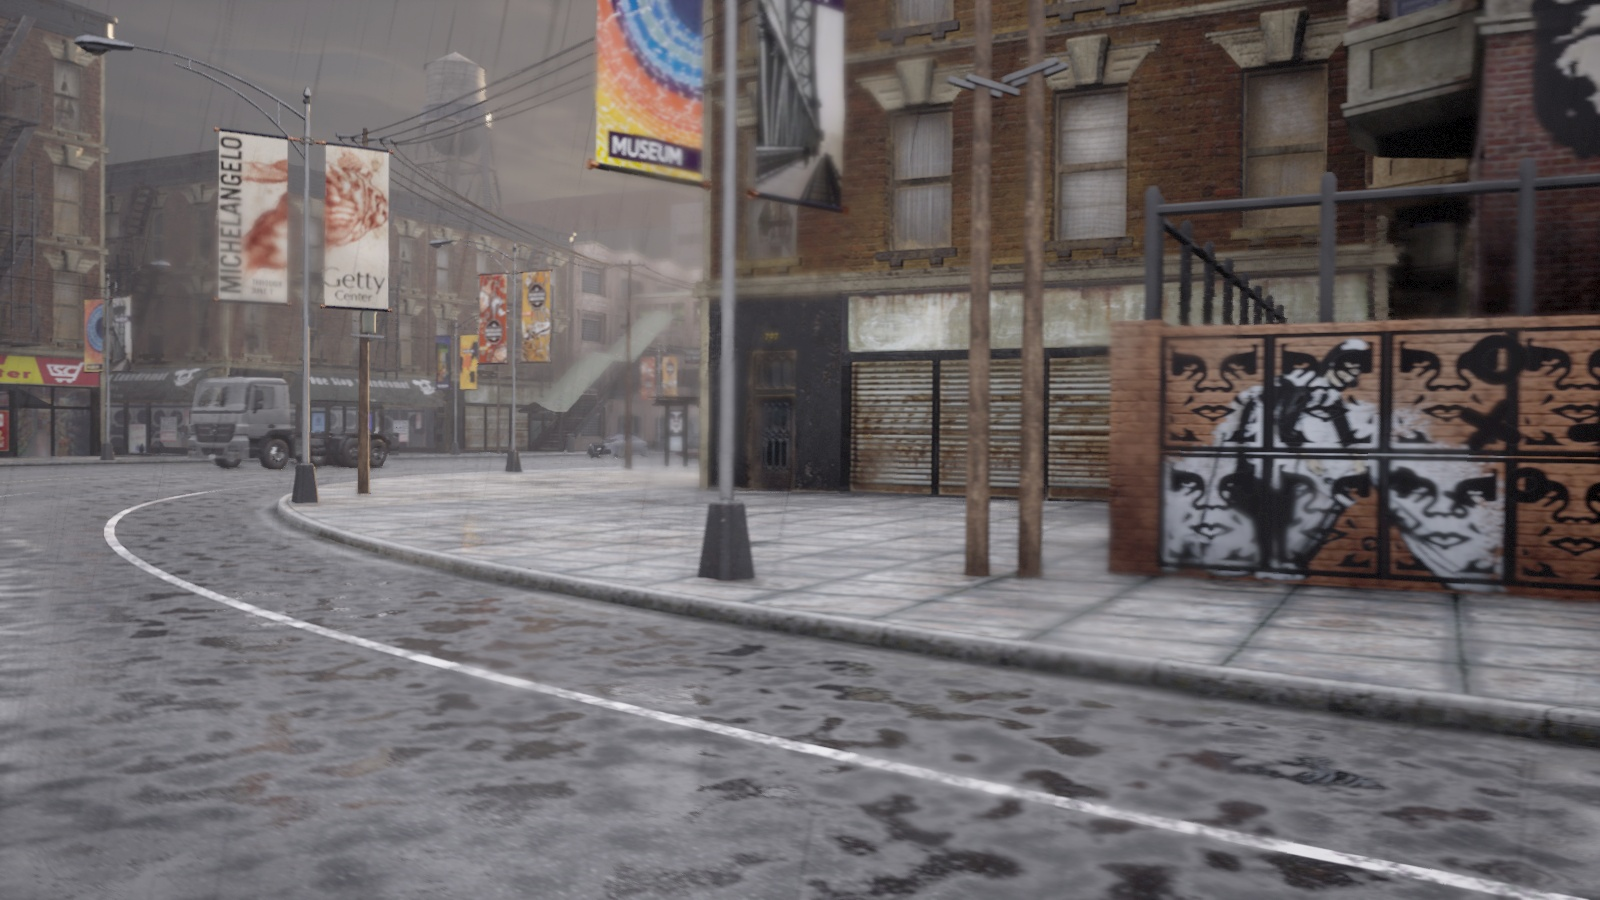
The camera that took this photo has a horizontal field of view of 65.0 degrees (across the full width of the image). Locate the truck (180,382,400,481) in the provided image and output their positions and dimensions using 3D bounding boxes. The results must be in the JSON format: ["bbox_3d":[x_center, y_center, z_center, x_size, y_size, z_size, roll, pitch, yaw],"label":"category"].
[{"bbox_3d":[-19.359,-0.706,48.309,2.891,3.462,7.936,0,1,25],"label":"truck"}]

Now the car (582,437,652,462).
[{"bbox_3d":[-10.660,-0.054,73.282,1.994,1.385,4.181,0,1,27],"label":"car"}]
